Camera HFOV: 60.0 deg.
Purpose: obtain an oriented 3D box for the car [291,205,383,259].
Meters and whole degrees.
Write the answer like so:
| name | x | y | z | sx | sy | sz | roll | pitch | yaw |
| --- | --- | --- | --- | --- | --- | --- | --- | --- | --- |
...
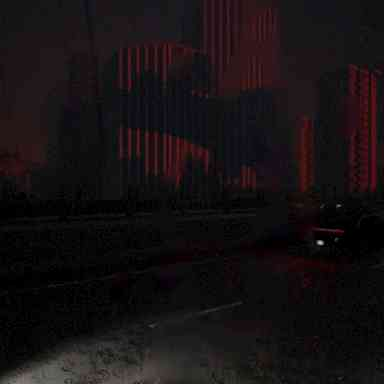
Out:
| name | x | y | z | sx | sy | sz | roll | pitch | yaw |
| --- | --- | --- | --- | --- | --- | --- | --- | --- | --- |
| car | 6.265 | 1.467 | 12.500 | 4.902 | 1.511 | 2.128 | 0 | 0 | -35 |

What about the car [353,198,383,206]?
| name | x | y | z | sx | sy | sz | roll | pitch | yaw |
| --- | --- | --- | --- | --- | --- | --- | --- | --- | --- |
| car | 15.969 | 1.444 | 27.891 | 4.892 | 1.490 | 1.837 | 0 | 0 | -34 |

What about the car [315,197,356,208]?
| name | x | y | z | sx | sy | sz | roll | pitch | yaw |
| --- | --- | --- | --- | --- | --- | --- | --- | --- | --- |
| car | 13.922 | 1.291 | 30.731 | 4.553 | 1.767 | 2.097 | 0 | 0 | -34 |

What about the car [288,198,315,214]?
| name | x | y | z | sx | sy | sz | roll | pitch | yaw |
| --- | --- | --- | --- | --- | --- | --- | --- | --- | --- |
| car | 11.804 | 1.417 | 33.525 | 5.008 | 1.535 | 1.882 | 0 | 0 | -34 |
